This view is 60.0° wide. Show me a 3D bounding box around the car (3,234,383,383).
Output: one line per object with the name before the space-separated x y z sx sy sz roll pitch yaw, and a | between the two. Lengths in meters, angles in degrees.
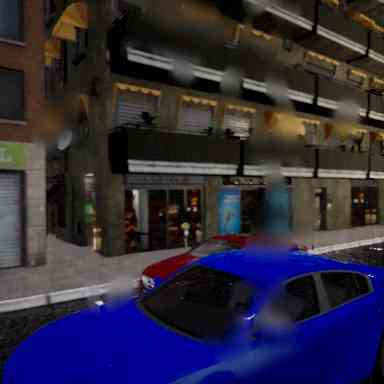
car | 0.664 1.473 3.827 5.008 1.535 1.882 0 0 -35

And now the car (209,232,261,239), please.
car | 0.921 1.573 7.225 4.206 1.307 1.802 0 0 -35
